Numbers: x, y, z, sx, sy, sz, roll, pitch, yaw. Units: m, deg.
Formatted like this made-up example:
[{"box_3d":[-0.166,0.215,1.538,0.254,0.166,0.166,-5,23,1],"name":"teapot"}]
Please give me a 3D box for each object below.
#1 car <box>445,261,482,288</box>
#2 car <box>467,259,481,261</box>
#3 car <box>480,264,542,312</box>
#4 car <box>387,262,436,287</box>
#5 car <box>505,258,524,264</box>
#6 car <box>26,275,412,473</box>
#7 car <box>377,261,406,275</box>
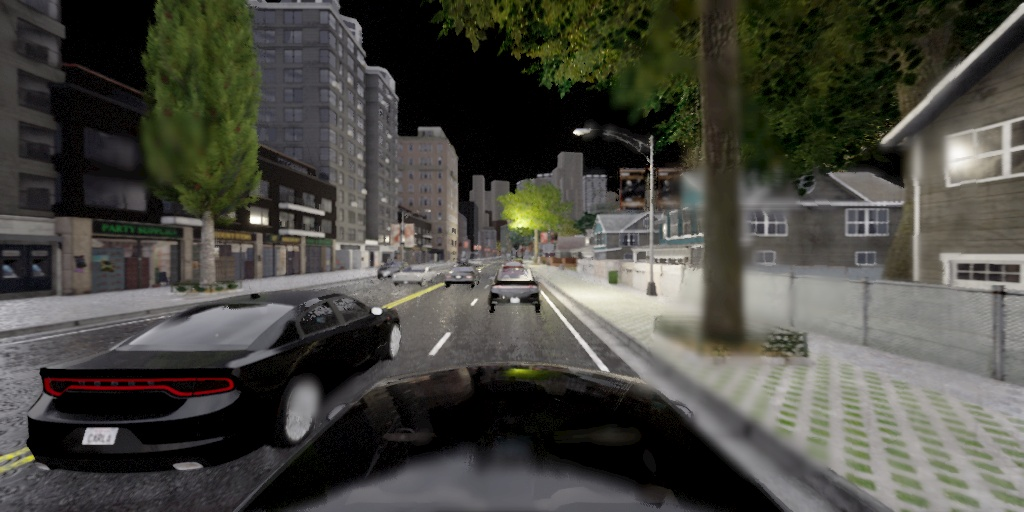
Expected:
[{"box_3d":[-3.148,1.275,23.574,2.033,1.411,5.357,0,0,0],"name":"car"},{"box_3d":[-6.508,1.249,64.910,1.895,1.301,4.718,0,0,1],"name":"car"},{"box_3d":[0.101,1.230,14.109,2.128,1.511,4.902,0,0,0],"name":"car"},{"box_3d":[-6.596,1.327,24.508,1.895,1.301,4.718,0,0,0],"name":"car"},{"box_3d":[0.105,1.193,32.419,1.882,1.535,5.008,0,0,0],"name":"car"},{"box_3d":[-3.150,1.226,5.219,1.882,1.535,5.008,0,0,0],"name":"car"},{"box_3d":[-9.842,1.211,30.388,2.128,1.511,4.902,0,0,0],"name":"car"}]
